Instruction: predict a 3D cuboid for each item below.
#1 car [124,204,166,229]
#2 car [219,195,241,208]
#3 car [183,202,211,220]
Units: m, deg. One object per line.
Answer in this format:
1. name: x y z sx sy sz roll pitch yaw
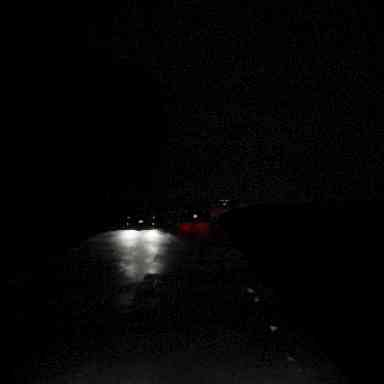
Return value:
1. car: -2.784 1.444 20.502 1.994 1.385 4.181 0 0 3
2. car: 4.909 1.201 42.916 1.837 1.490 4.892 0 0 23
3. car: 0.461 1.437 26.316 1.895 1.301 4.718 0 0 6
